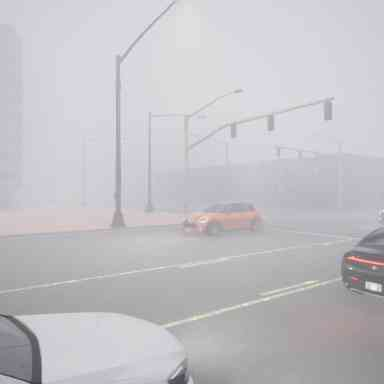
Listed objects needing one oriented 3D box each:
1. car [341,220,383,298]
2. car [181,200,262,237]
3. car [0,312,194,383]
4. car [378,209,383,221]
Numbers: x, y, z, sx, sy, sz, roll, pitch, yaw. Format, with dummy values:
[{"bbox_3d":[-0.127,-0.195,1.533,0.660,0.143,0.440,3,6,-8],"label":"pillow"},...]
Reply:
[{"bbox_3d":[5.341,1.505,7.551,4.892,1.490,1.837,0,0,-35],"label":"car"},{"bbox_3d":[1.649,1.352,18.025,4.553,1.767,2.097,0,0,-35],"label":"car"},{"bbox_3d":[-2.137,1.526,2.224,4.674,1.442,1.812,0,0,-35],"label":"car"},{"bbox_3d":[14.921,1.352,23.140,4.553,1.767,2.097,0,0,-35],"label":"car"}]
